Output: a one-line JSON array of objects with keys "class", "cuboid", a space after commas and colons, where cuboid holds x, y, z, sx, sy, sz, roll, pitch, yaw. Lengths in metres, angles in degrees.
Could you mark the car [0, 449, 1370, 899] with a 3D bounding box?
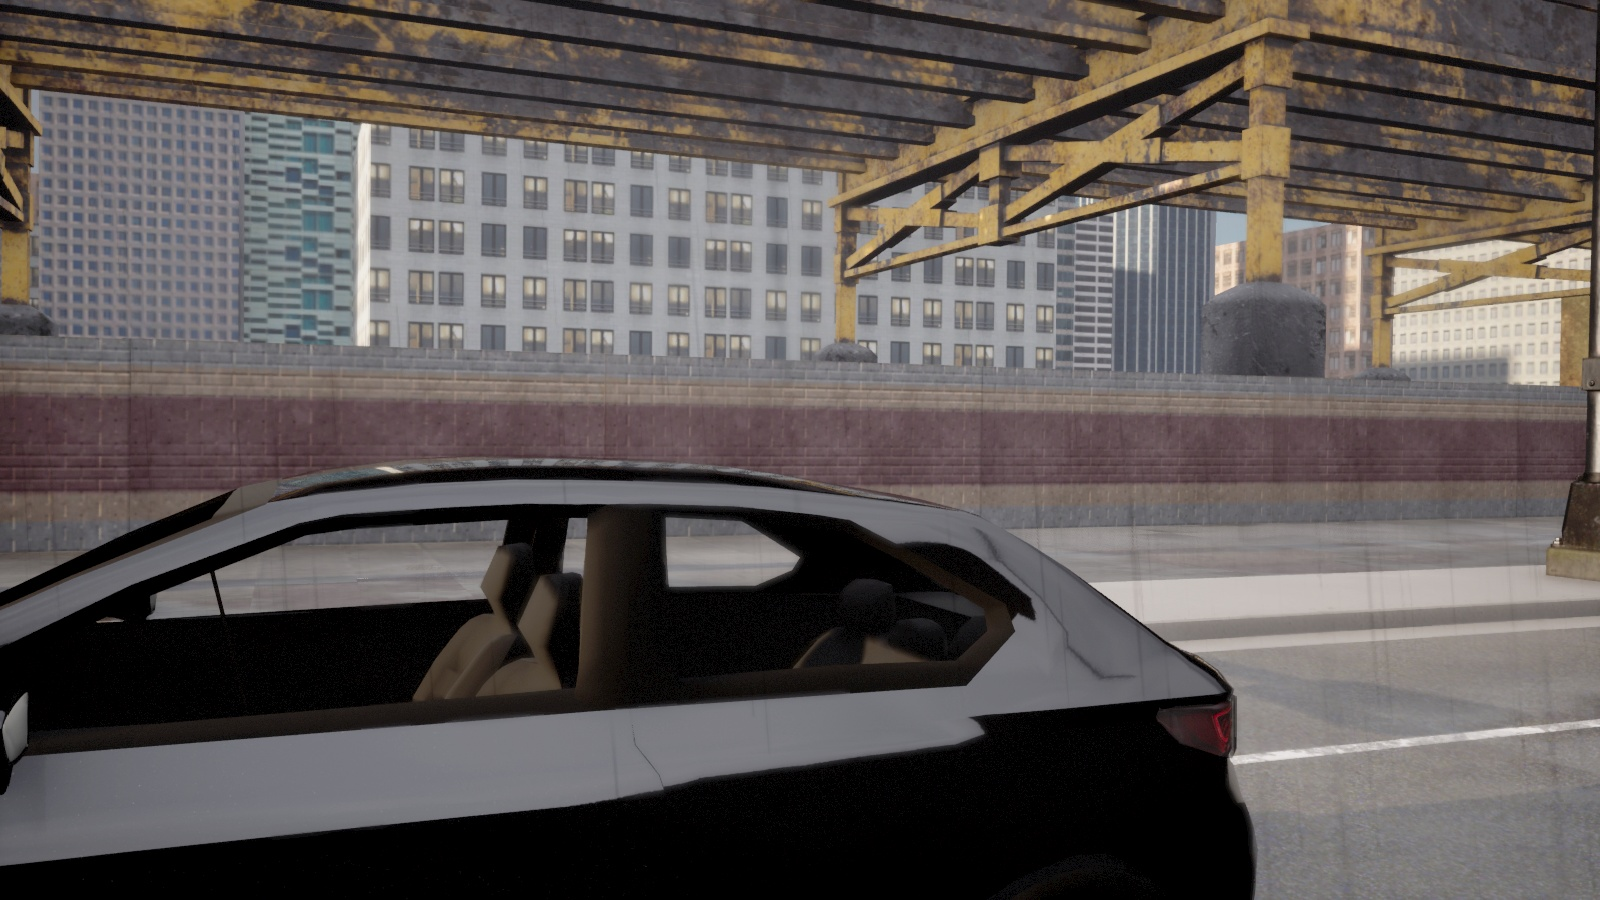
[{"class": "car", "cuboid": [-1.042, 0.777, 2.843, 4.193, 1.474, 1.816, -1, 1, -21]}]
